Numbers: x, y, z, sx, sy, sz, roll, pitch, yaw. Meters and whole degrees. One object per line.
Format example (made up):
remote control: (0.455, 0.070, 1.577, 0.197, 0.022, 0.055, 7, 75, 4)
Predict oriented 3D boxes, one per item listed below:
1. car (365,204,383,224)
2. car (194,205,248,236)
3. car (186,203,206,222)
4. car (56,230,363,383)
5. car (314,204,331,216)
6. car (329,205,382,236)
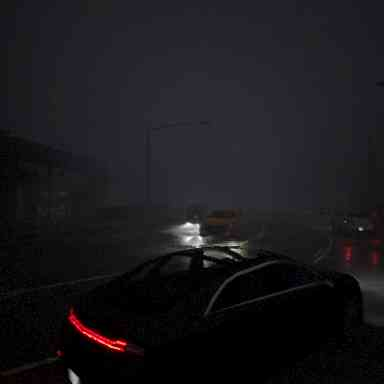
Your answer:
car: (14.242, 1.710, 25.850, 2.097, 1.767, 4.553, 0, -1, 8)
car: (1.953, 1.682, 19.009, 1.882, 1.535, 5.008, 1, 0, 19)
car: (0.571, 1.795, 29.868, 2.128, 1.511, 4.902, 0, -1, 6)
car: (0.708, 1.544, 4.714, 4.902, 1.511, 2.128, 1, -1, -42)
car: (15.772, 2.102, 38.971, 1.895, 1.301, 4.718, 0, -1, 6)
car: (9.837, 1.798, 20.375, 1.812, 1.442, 4.674, 0, 0, 15)
